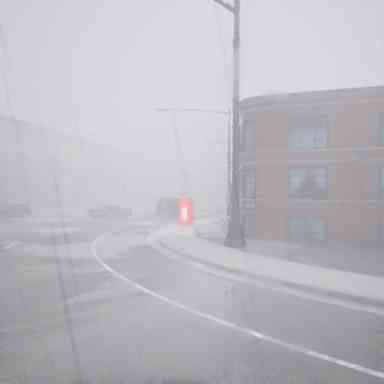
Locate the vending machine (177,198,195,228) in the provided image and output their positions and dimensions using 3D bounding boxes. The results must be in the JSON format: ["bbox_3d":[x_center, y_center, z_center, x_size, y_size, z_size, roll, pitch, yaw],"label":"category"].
[{"bbox_3d":[-0.422,1.480,23.884,1.100,2.100,0.880,0,-1,14],"label":"vending machine"}]

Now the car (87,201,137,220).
[{"bbox_3d":[-7.735,1.858,31.748,2.033,1.411,5.357,0,-1,19],"label":"car"}]

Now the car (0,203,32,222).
[{"bbox_3d":[-16.012,1.701,28.607,1.837,1.490,4.892,0,-1,15],"label":"car"}]

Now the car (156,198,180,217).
[{"bbox_3d":[-2.124,1.649,37.281,2.150,2.045,5.566,0,-1,18],"label":"car"}]

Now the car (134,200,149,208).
[{"bbox_3d":[-9.570,2.104,59.780,1.882,1.535,5.008,0,-1,19],"label":"car"}]
